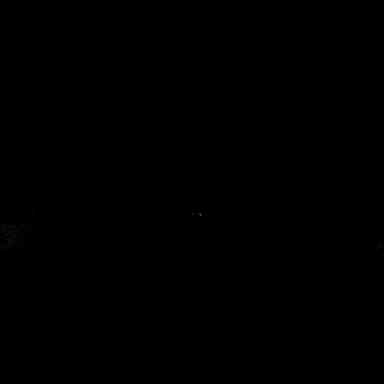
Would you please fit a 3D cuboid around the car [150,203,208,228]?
[{"bbox_3d":[-1.085,1.742,25.489,4.553,1.767,2.097,-1,-1,37],"label":"car"}]
